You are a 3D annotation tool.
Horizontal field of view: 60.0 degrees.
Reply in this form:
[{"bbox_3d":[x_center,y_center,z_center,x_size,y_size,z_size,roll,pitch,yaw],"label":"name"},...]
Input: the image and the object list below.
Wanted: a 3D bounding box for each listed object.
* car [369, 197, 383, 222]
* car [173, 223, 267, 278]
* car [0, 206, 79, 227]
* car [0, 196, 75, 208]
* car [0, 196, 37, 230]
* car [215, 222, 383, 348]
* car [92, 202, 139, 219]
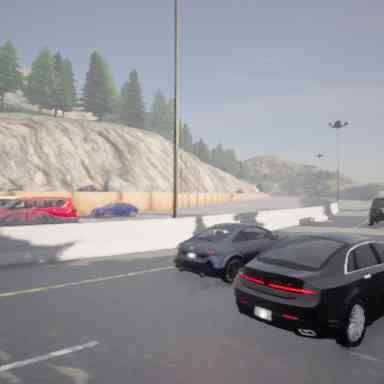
[{"bbox_3d":[14.606,1.407,24.687,2.150,2.045,5.566,0,0,35],"label":"car"},{"bbox_3d":[1.491,1.622,9.898,4.181,1.385,1.994,0,0,-41],"label":"car"},{"bbox_3d":[-8.070,1.601,15.635,5.357,1.411,2.033,0,0,-39],"label":"car"},{"bbox_3d":[-9.408,1.289,19.081,5.566,2.045,2.150,0,0,-40],"label":"car"},{"bbox_3d":[-12.910,1.285,20.724,5.566,2.045,2.150,0,0,-38],"label":"car"},{"bbox_3d":[2.892,1.550,6.460,4.892,1.490,1.837,0,0,-40],"label":"car"},{"bbox_3d":[-7.080,1.666,31.061,1.812,1.442,4.674,0,-1,42],"label":"car"}]
